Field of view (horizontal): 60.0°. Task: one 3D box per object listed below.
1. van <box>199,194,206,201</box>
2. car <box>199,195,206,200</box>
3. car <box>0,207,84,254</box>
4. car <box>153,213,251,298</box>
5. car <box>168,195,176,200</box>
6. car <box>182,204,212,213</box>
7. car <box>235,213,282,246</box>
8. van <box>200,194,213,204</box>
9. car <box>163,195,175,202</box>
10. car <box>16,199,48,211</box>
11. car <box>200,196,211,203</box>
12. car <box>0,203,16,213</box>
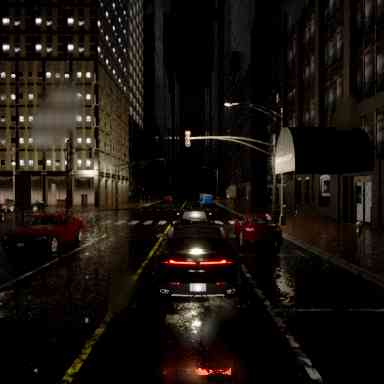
[{"bbox_3d":[2.809,1.313,86.947,1.690,1.788,3.998,0,0,0],"label":"van"},{"bbox_3d":[2.818,1.550,92.644,1.802,1.307,4.206,0,0,0],"label":"car"},{"bbox_3d":[-5.806,1.543,13.507,1.887,1.381,4.507,0,0,0],"label":"car"},{"bbox_3d":[0.111,1.504,8.518,1.837,1.490,4.892,0,0,0],"label":"car"},{"bbox_3d":[-5.563,1.534,92.657,1.947,1.339,4.313,0,0,0],"label":"car"},{"bbox_3d":[0.125,1.562,17.394,1.994,1.385,4.181,0,0,0],"label":"car"},{"bbox_3d":[2.835,1.580,14.871,1.802,1.307,4.206,0,0,0],"label":"car"},{"bbox_3d":[2.768,1.329,58.464,1.690,1.788,3.998,0,0,0],"label":"van"},{"bbox_3d":[-5.587,1.524,75.566,1.887,1.381,4.507,0,0,0],"label":"car"},{"bbox_3d":[-18.469,1.499,37.246,4.403,1.369,2.008,0,0,1],"label":"car"},{"bbox_3d":[2.785,1.534,69.857,2.008,1.369,4.403,0,0,0],"label":"car"},{"bbox_3d":[-18.568,1.308,28.864,5.009,1.841,2.192,0,0,1],"label":"car"}]
